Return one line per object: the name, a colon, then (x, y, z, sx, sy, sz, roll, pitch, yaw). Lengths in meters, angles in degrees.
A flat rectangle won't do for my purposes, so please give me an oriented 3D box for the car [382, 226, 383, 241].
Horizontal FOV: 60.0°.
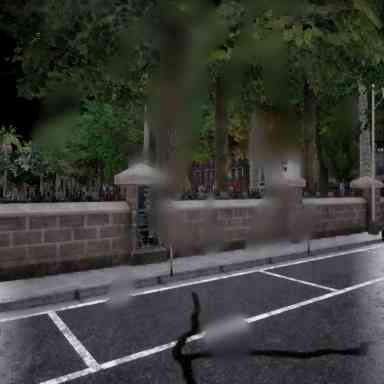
car: (9.742, 1.310, 13.489, 5.009, 1.841, 2.192, 0, 0, -36)
